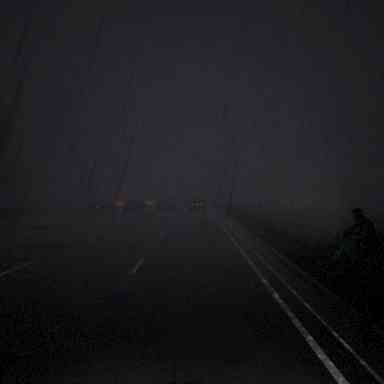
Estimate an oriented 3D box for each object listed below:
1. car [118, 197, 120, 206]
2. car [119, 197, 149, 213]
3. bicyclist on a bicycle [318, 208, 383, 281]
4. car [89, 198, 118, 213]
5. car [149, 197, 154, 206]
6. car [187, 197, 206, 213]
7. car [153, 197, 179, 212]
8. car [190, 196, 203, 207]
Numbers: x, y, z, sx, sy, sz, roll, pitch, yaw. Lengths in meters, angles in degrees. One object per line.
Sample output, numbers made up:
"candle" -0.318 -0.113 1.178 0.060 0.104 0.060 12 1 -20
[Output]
"car" -9.839 1.472 47.731 1.882 1.535 5.008 0 0 1
"car" -6.458 1.473 37.778 1.882 1.535 5.008 0 0 1
"bicyclist on a bicycle" 3.792 1.212 7.595 1.656 1.620 0.582 11 1 2
"car" -9.967 1.560 36.939 1.994 1.385 4.181 0 0 1
"car" -6.310 1.472 49.953 1.882 1.535 5.008 0 0 1
"car" 0.526 1.487 36.446 2.128 1.511 4.902 0 0 1
"car" -2.946 1.473 38.665 1.882 1.535 5.008 0 0 1
"car" 0.712 1.472 51.739 1.882 1.535 5.008 0 0 1
